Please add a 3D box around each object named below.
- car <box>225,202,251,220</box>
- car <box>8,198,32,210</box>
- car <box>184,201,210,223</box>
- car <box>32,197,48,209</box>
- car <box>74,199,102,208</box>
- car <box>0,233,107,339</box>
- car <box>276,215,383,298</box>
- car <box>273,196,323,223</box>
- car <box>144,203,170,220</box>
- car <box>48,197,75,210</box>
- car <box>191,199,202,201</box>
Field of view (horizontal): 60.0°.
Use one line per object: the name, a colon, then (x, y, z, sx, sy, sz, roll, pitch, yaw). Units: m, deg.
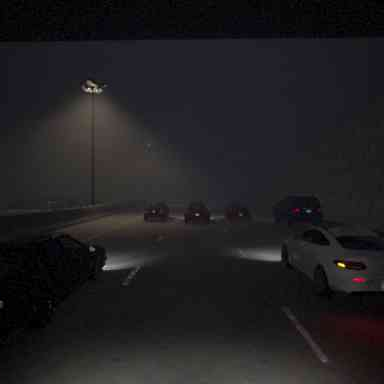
car: (3.930, 1.636, 28.933, 1.812, 1.442, 4.674, 0, 0, 1)
car: (-23.970, 1.649, 46.996, 1.882, 1.535, 5.008, 0, 0, 1)
car: (0.414, 1.665, 26.587, 1.994, 1.385, 4.181, 0, 0, 1)
car: (-20.451, 1.527, 47.849, 2.097, 1.767, 4.553, 0, 0, 1)
car: (-13.522, 1.642, 44.340, 1.882, 1.535, 5.008, 0, -1, 1)
car: (-3.330, 1.573, 6.905, 2.033, 1.411, 5.357, 0, 0, 1)
car: (3.691, 1.559, 8.485, 1.812, 1.442, 4.674, 0, 0, 1)
car: (7.378, 1.313, 23.594, 2.150, 2.045, 5.566, 0, 0, 1)
car: (-3.051, 1.658, 29.422, 2.033, 1.411, 5.357, 0, 0, 1)
car: (-17.015, 1.516, 44.786, 2.097, 1.767, 4.553, 0, 0, 1)
car: (0.604, 1.651, 41.824, 2.128, 1.511, 4.902, 0, 0, 1)
